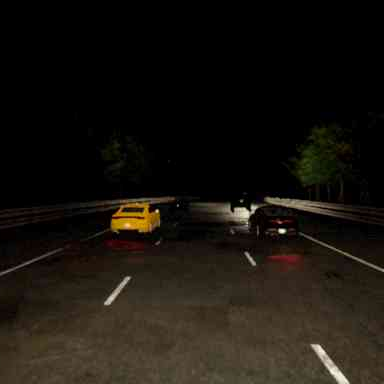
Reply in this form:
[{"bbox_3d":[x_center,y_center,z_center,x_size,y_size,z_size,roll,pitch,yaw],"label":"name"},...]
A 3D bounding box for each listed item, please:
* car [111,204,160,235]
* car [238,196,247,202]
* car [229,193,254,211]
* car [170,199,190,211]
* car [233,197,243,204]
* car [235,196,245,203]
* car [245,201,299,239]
[{"bbox_3d":[-2.922,1.401,18.131,1.882,1.535,5.008,0,0,3],"label":"car"},{"bbox_3d":[13.438,1.792,87.915,1.882,1.535,5.008,0,-1,13],"label":"car"},{"bbox_3d":[5.525,1.132,38.105,2.150,2.045,5.566,0,0,6],"label":"car"},{"bbox_3d":[-1.387,1.478,39.192,1.994,1.385,4.181,0,0,6],"label":"car"},{"bbox_3d":[9.246,1.663,66.823,1.895,1.301,4.718,0,0,10],"label":"car"},{"bbox_3d":[11.198,1.711,77.385,2.033,1.411,5.357,0,-1,11],"label":"car"},{"bbox_3d":[4.028,1.434,16.905,1.837,1.490,4.892,0,0,2],"label":"car"}]
